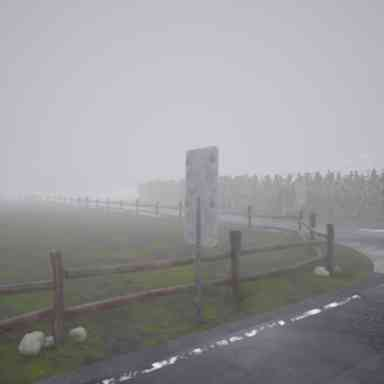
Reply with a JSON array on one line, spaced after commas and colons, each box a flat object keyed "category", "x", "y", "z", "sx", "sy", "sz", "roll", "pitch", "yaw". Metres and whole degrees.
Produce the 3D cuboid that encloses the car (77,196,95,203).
[{"category": "car", "x": -19.472, "y": 1.377, "z": 60.790, "sx": 1.895, "sy": 1.301, "sz": 4.718, "roll": 1, "pitch": 0, "yaw": -35}]
